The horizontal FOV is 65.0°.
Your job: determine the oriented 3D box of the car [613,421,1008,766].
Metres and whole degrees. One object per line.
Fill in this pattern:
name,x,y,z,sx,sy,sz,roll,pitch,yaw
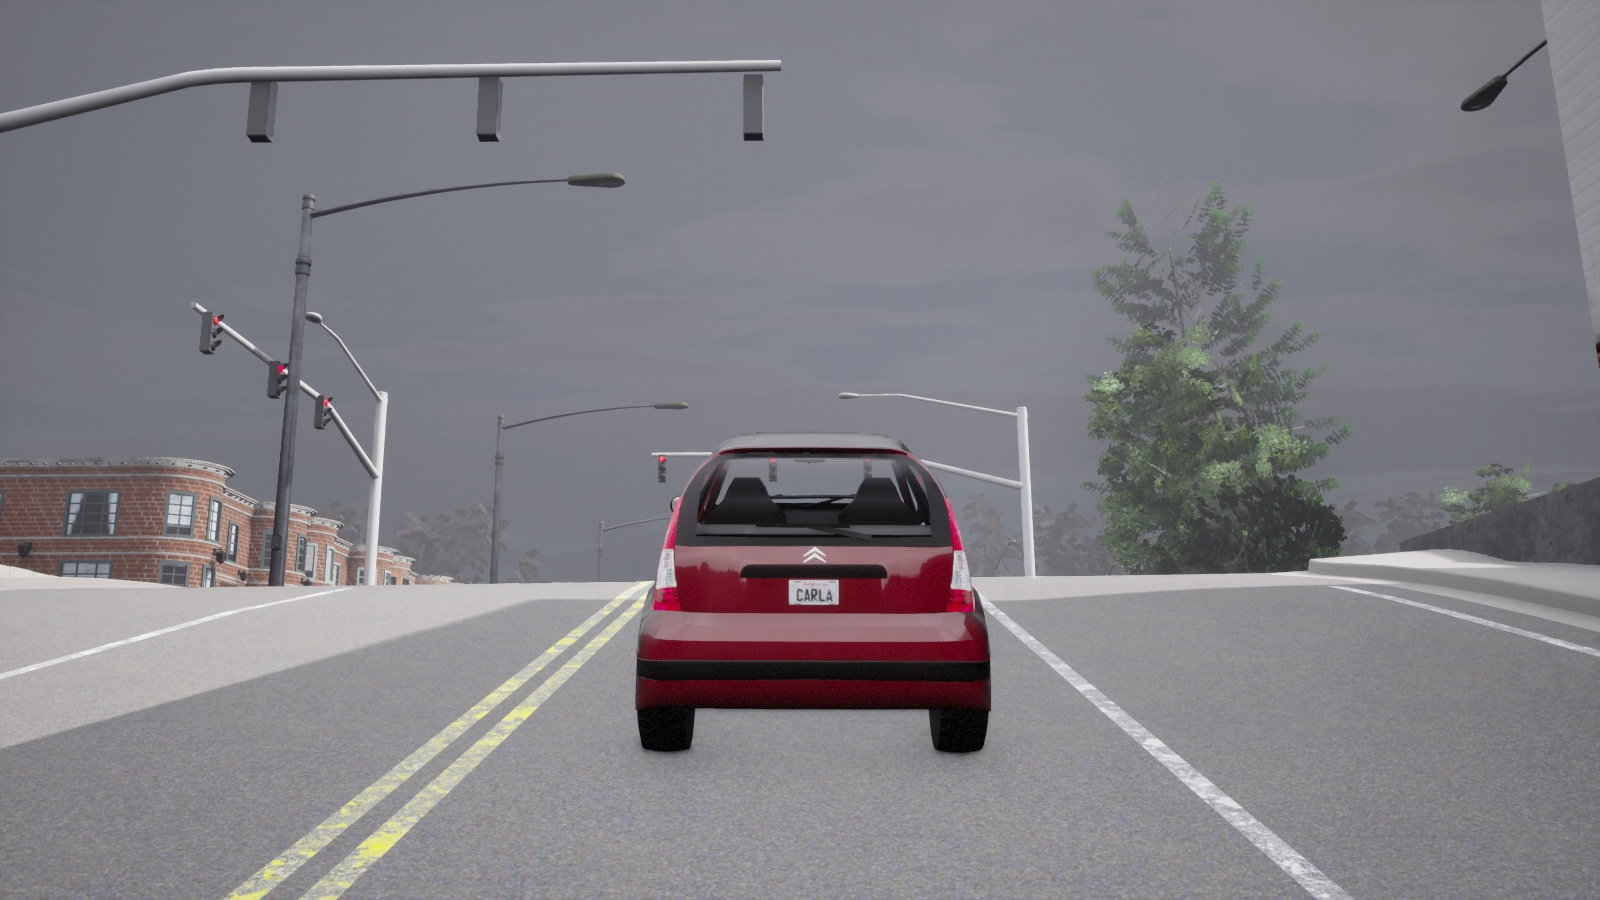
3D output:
car,0.053,0.677,7.900,1.851,1.617,3.988,0,0,0
